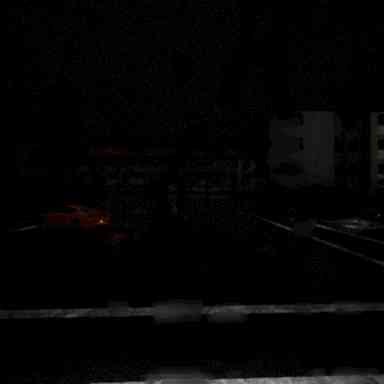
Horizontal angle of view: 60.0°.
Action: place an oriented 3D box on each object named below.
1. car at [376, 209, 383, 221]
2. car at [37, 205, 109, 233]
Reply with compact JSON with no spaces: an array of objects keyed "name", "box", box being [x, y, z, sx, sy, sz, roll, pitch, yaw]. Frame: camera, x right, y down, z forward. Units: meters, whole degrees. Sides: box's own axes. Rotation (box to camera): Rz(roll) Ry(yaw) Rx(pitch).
[{"name":"car","box":[16.611,1.531,25.157,4.892,1.490,1.837,0,0,1]},{"name":"car","box":[-7.307,1.541,20.257,5.008,1.535,1.882,0,-1,31]}]
